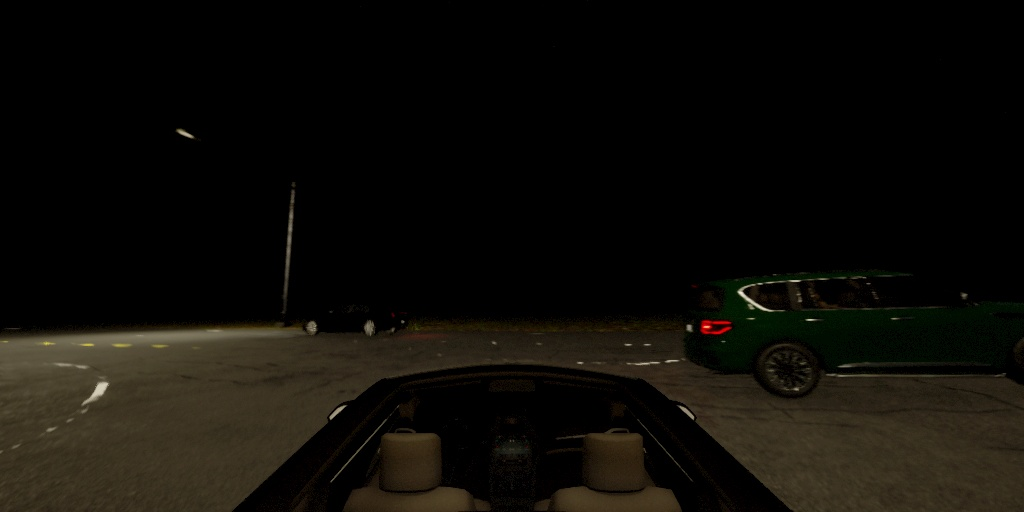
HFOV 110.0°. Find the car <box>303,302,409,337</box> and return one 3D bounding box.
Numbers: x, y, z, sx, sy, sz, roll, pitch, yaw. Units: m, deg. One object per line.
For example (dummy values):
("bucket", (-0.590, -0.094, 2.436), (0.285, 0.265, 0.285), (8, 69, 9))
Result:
("car", (-7.337, 2.945, 16.896), (5.008, 1.535, 1.882), (-3, -8, 14))

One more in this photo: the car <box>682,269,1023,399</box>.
("car", (6.113, 1.276, 6.480), (5.566, 2.045, 2.150), (-5, -7, 13))
